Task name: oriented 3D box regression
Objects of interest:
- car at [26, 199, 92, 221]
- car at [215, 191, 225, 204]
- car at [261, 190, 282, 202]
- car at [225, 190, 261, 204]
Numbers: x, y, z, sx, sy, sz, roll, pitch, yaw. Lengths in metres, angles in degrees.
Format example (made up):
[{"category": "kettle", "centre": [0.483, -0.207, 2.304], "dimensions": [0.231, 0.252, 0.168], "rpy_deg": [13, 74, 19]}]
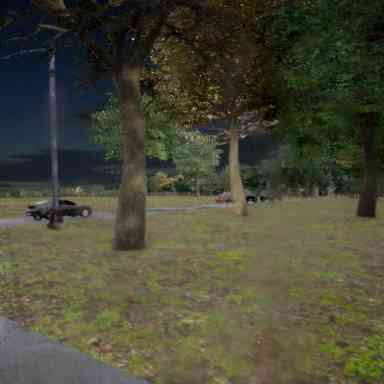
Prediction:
[{"category": "car", "centre": [-9.770, 1.275, 24.816], "dimensions": [1.837, 1.490, 4.892], "rpy_deg": [-2, -1, 36]}, {"category": "car", "centre": [5.801, 0.848, 52.737], "dimensions": [2.150, 2.045, 5.566], "rpy_deg": [-2, -1, 36]}, {"category": "car", "centre": [13.593, 0.678, 57.572], "dimensions": [2.150, 2.045, 5.566], "rpy_deg": [-2, -1, 36]}, {"category": "car", "centre": [7.652, 0.739, 49.167], "dimensions": [2.150, 2.045, 5.566], "rpy_deg": [-2, -1, 36]}]
